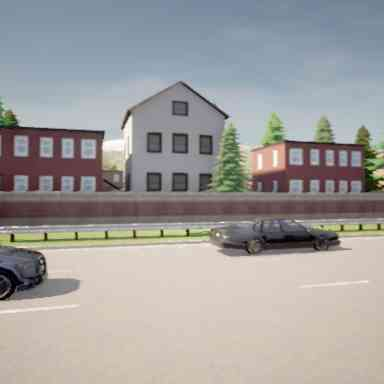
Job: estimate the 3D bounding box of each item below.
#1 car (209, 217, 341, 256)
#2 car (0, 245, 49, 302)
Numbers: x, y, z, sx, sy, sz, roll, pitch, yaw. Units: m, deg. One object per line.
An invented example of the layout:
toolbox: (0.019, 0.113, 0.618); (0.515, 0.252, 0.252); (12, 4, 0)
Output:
car: (3.436, 1.749, 13.871); (5.357, 1.411, 2.033); (0, -1, -16)
car: (-5.604, 1.675, 7.678); (4.181, 1.385, 1.994); (0, -1, -16)
